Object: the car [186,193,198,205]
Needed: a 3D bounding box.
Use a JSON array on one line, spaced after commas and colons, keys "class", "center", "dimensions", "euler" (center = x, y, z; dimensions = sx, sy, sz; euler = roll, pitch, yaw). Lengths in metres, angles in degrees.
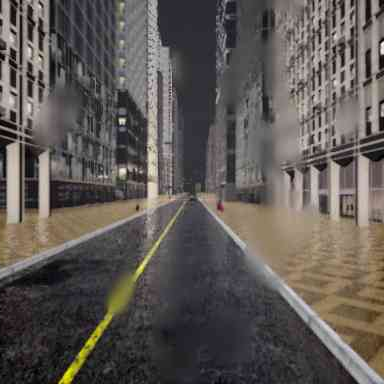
[{"class": "car", "center": [0.017, 1.456, 59.400], "dimensions": [2.128, 1.511, 4.902], "euler": [0, 0, 0]}]
